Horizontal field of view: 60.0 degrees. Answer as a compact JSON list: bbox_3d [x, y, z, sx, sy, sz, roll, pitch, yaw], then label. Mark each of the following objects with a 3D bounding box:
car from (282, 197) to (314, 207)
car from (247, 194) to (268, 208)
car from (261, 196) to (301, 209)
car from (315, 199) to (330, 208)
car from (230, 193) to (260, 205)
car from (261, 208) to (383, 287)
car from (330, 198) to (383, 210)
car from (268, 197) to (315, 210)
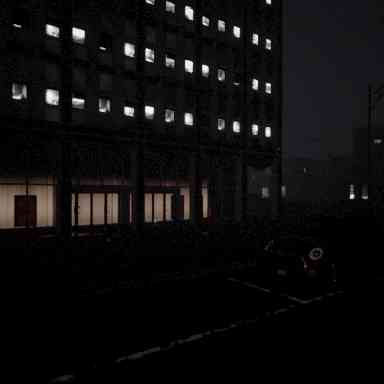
[{"bbox_3d":[15.422,1.481,48.494,1.802,1.307,4.206,1,0,-35],"label":"car"},{"bbox_3d":[8.533,1.168,43.725,2.192,1.841,5.009,1,0,-35],"label":"car"},{"bbox_3d":[11.655,1.352,43.750,1.882,1.535,5.008,0,0,-35],"label":"car"},{"bbox_3d":[18.477,1.447,44.081,1.752,1.417,4.829,1,0,-35],"label":"car"},{"bbox_3d":[9.120,1.168,57.598,2.192,1.841,5.009,1,0,-35],"label":"car"},{"bbox_3d":[3.821,1.441,9.294,4.097,1.590,1.967,0,0,-36],"label":"car"},{"bbox_3d":[17.796,1.468,34.888,2.033,1.411,5.357,0,0,-35],"label":"car"},{"bbox_3d":[11.682,1.427,39.172,2.008,1.369,4.403,1,0,-35],"label":"car"}]
